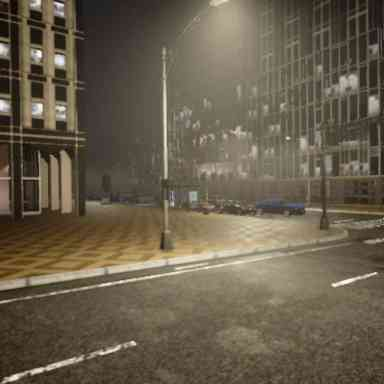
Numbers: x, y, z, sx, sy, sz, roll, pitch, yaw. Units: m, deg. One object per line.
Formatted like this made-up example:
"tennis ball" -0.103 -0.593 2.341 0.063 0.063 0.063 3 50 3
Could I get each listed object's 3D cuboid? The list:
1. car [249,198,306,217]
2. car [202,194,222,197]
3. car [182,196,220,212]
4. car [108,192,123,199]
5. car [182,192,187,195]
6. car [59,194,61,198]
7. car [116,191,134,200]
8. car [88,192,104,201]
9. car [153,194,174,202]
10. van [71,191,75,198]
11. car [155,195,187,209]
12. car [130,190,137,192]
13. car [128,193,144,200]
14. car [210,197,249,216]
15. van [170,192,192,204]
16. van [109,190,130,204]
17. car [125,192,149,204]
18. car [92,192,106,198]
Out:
"car" 7.752 1.330 29.570 1.882 1.535 5.008 -1 1 -34
"car" 2.582 1.122 37.133 2.097 1.767 4.553 -1 1 -34
"car" 0.765 1.401 35.020 1.802 1.307 4.206 0 1 -34
"car" -17.885 0.703 77.343 1.967 1.590 4.097 0 1 -34
"car" -2.893 1.034 45.155 2.097 1.767 4.553 -1 1 -34
"car" -31.217 0.727 81.999 1.967 1.590 4.097 0 1 -34
"car" -14.677 0.632 72.650 2.192 1.841 5.009 0 1 -34
"car" -18.388 1.053 63.233 2.008 1.369 4.403 0 1 -34
"car" -5.054 1.060 58.577 1.802 1.307 4.206 0 1 -34
"van" -28.010 0.682 77.306 1.690 1.788 3.998 0 1 -34
"car" -2.394 1.332 39.745 1.947 1.339 4.313 0 1 -34
"car" -12.261 0.656 64.506 2.150 2.045 5.566 -1 1 -34
"car" -11.469 0.953 67.961 1.802 1.307 4.206 0 1 -34
"car" 3.959 1.436 30.316 1.947 1.339 4.313 0 1 -34
"van" -1.847 0.872 53.882 1.690 1.788 3.998 0 1 -34
"van" -11.972 0.951 53.846 1.690 1.788 3.998 0 1 -34
"car" -8.664 1.113 53.680 1.812 1.442 4.674 -1 1 -34
"car" -24.300 0.706 86.728 2.008 1.369 4.403 0 1 -34
